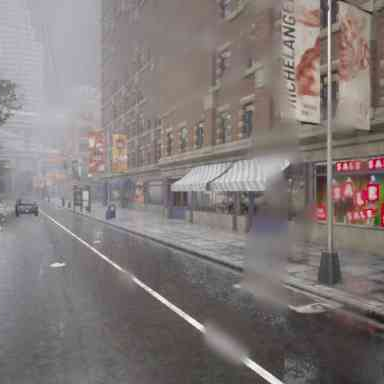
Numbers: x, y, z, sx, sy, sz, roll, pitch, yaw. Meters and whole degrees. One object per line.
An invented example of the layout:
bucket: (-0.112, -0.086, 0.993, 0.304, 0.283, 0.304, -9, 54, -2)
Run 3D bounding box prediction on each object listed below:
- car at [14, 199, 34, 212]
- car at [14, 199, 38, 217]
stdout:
car: (-20.261, 1.547, 40.114, 2.033, 1.411, 5.357, 0, 0, -27)
car: (-15.674, 1.492, 31.517, 2.128, 1.511, 4.902, 0, 0, -28)
